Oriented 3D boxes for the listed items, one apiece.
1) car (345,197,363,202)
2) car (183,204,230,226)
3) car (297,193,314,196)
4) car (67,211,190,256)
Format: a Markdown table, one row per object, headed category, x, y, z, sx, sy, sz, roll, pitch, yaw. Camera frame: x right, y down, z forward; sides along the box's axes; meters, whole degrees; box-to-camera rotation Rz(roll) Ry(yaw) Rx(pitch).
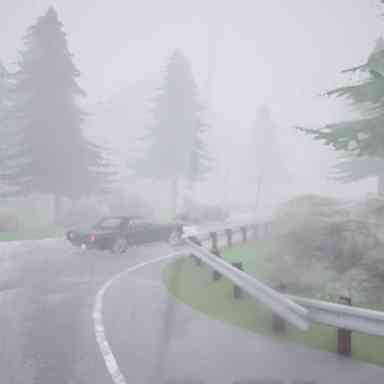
| category | x | y | z | sx | sy | sz | roll | pitch | yaw |
| --- | --- | --- | --- | --- | --- | --- | --- | --- | --- |
| car | 25.321 | 1.485 | 51.270 | 4.902 | 1.511 | 2.128 | 0 | 0 | -36 |
| car | 0.777 | 1.546 | 23.606 | 2.033 | 1.411 | 5.357 | 0 | 0 | 34 |
| car | 15.622 | 1.219 | 46.060 | 2.150 | 2.045 | 5.566 | 0 | 0 | 34 |
| car | -2.396 | 1.599 | 13.343 | 1.895 | 1.301 | 4.718 | 0 | 0 | 39 |
